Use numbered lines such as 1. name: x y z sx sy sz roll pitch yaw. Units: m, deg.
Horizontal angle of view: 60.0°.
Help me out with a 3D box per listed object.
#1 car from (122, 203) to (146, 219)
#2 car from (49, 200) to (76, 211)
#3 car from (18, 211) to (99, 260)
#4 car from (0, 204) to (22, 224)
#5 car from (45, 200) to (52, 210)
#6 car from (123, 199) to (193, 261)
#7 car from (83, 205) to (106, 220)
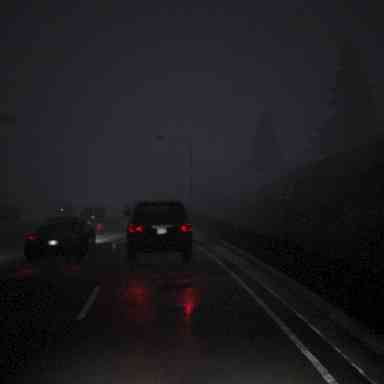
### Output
1. car: -5.656 1.770 32.000 1.895 1.301 4.718 0 0 -13
2. car: -13.864 1.826 36.247 1.994 1.385 4.181 0 0 -13
3. car: -4.962 1.658 12.969 1.994 1.385 4.181 0 0 -10
4. car: -15.186 1.718 26.656 1.882 1.535 5.008 0 0 -13
5. car: -21.273 1.913 51.446 1.812 1.442 4.674 0 0 -15
6. car: -1.382 1.283 12.793 2.150 2.045 5.566 0 0 -10
7. car: -8.696 1.790 29.642 1.895 1.301 4.718 0 0 -13
